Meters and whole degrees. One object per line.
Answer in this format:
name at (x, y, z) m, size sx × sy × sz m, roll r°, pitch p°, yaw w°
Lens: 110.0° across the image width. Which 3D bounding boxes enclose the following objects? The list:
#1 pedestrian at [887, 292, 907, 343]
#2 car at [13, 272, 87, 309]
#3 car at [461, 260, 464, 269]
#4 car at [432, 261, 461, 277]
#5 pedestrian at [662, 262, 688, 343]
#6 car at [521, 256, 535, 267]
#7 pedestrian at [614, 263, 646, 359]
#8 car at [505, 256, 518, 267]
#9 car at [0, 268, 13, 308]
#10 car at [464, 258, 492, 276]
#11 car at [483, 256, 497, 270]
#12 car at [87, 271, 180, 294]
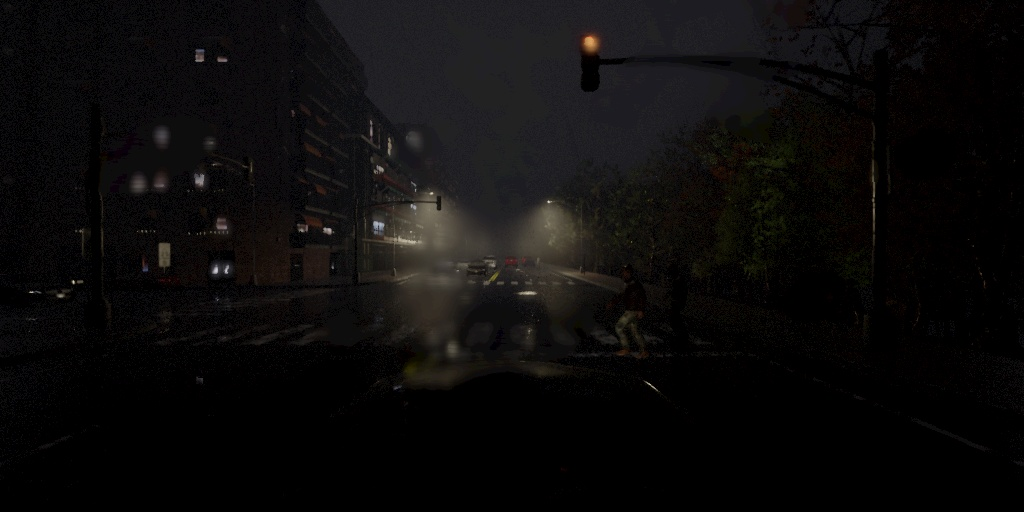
pedestrian at (8.020, 1.270, 7.569) m, size 0.500 × 1.100 × 0.500 m, roll 0°, pitch 0°, yaw 0°
car at (-22.509, 1.538, 16.001) m, size 4.674 × 1.442 × 1.812 m, roll -1°, pitch 0°, yaw -1°
car at (-6.685, 1.276, 51.702) m, size 1.812 × 1.442 × 4.674 m, roll 0°, pitch 0°, yaw 0°
car at (-6.662, 1.347, 35.741) m, size 1.895 × 1.301 × 4.718 m, roll 0°, pitch 0°, yaw 0°
pedestrian at (3.750, 1.043, 8.160) m, size 0.375 × 1.860 × 0.375 m, roll 0°, pitch 0°, yaw 0°
car at (3.128, 1.232, 64.358) m, size 1.882 × 1.535 × 5.008 m, roll 0°, pitch 0°, yaw 0°
pedestrian at (2.250, 1.043, 6.862) m, size 0.375 × 1.860 × 0.375 m, roll 0°, pitch 0°, yaw 0°
car at (-0.122, 0.976, 64.381) m, size 2.150 × 2.045 × 5.566 m, roll 0°, pitch 0°, yaw 0°
car at (-22.681, 1.333, 13.289) m, size 5.009 × 1.841 × 2.192 m, roll 0°, pitch 0°, yaw -1°
car at (-3.412, 1.224, 36.483) m, size 1.882 × 1.535 × 5.008 m, roll 0°, pitch 0°, yaw 0°
car at (-3.437, 0.969, 53.926) m, size 2.150 × 2.045 × 5.566 m, roll 0°, pitch 0°, yaw 0°
car at (-22.820, 1.589, 21.936) m, size 4.207 × 1.307 × 1.802 m, roll 0°, pitch 0°, yaw -1°
